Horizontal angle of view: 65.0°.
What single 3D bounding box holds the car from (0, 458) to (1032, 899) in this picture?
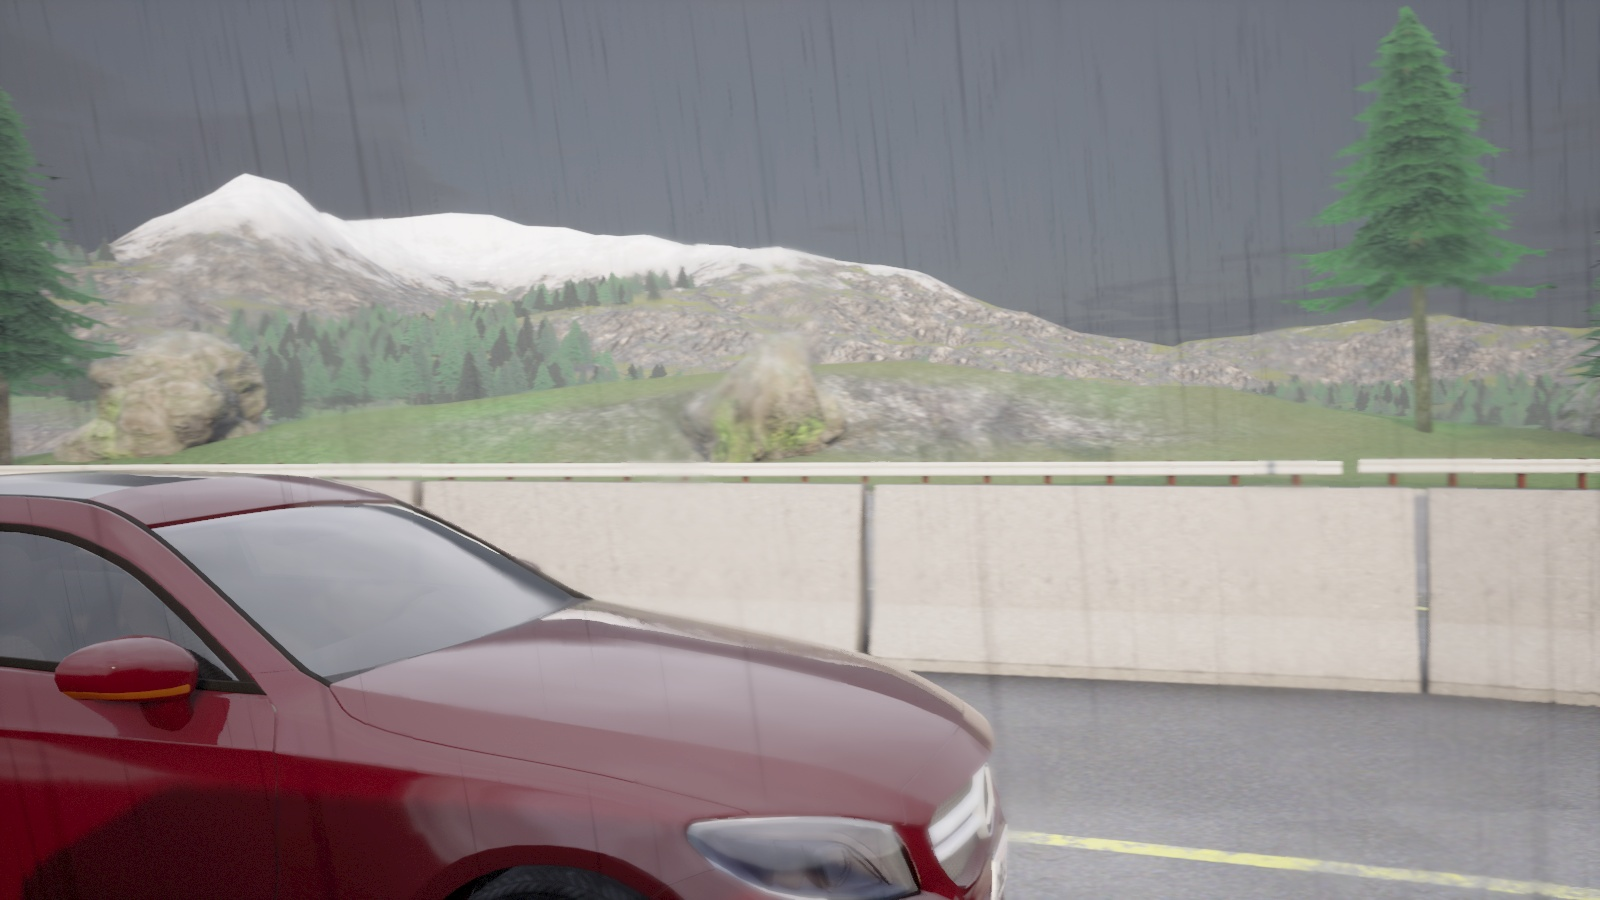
[{"bbox_3d":[-1.756,0.780,3.736,4.674,1.442,1.812,0,1,15],"label":"car"}]
